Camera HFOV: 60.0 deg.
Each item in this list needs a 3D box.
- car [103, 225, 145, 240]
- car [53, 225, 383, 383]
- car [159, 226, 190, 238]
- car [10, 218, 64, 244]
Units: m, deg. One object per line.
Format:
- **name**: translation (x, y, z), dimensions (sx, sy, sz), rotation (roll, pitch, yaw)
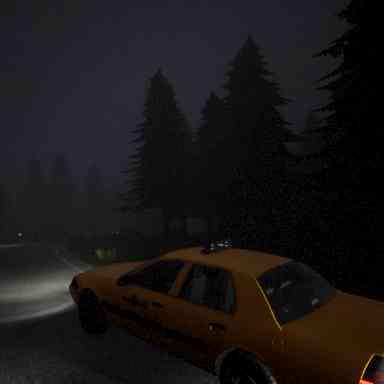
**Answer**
- **car**: translation (-7.442, 4.510, 36.949), dimensions (2.033, 1.411, 5.357), rotation (-4, -8, 20)
- **car**: translation (0.144, 1.440, 4.732), dimensions (5.366, 1.575, 1.801), rotation (0, 1, 43)
- **car**: translation (-2.326, 5.543, 46.258), dimensions (1.882, 1.535, 5.008), rotation (-5, -8, 30)
- **car**: translation (-12.757, 3.222, 28.082), dimensions (2.150, 2.045, 5.566), rotation (-4, -7, 7)
